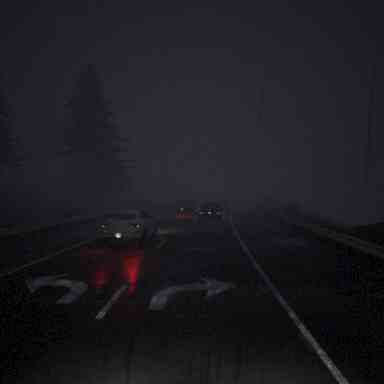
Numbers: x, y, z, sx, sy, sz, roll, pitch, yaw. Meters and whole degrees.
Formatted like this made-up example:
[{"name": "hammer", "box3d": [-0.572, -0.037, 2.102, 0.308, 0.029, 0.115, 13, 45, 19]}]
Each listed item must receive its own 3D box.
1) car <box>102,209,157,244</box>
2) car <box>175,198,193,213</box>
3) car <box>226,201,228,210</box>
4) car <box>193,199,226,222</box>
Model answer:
[{"name": "car", "box3d": [-2.841, 1.520, 15.698, 1.812, 1.442, 4.674, 0, 0, 3]}, {"name": "car", "box3d": [-0.706, 1.497, 37.247, 1.837, 1.490, 4.892, 0, 0, 8]}, {"name": "car", "box3d": [3.668, 1.596, 42.892, 1.895, 1.301, 4.718, 0, 0, 9]}, {"name": "car", "box3d": [1.496, 1.543, 26.322, 2.033, 1.411, 5.357, 0, 0, 5]}]
